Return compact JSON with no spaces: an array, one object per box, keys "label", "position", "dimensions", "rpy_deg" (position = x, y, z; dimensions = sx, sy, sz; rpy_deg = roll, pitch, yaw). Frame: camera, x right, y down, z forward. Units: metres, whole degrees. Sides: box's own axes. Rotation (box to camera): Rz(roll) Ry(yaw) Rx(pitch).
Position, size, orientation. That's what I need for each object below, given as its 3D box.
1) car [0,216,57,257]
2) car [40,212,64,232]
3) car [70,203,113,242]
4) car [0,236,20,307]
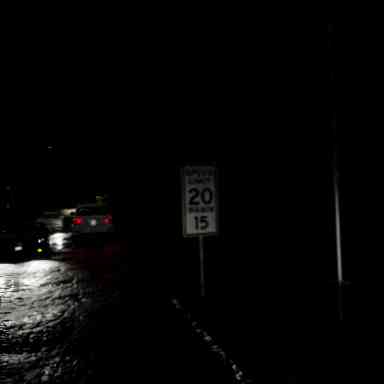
[{"label":"car","position":[-7.259,2.026,14.609],"dimensions":[1.994,1.385,4.181],"rpy_deg":[-2,-1,-19]},{"label":"car","position":[-10.953,2.279,25.790],"dimensions":[1.812,1.442,4.674],"rpy_deg":[-2,-1,-18]},{"label":"car","position":[-5.991,1.723,19.883],"dimensions":[2.150,2.045,5.566],"rpy_deg":[-2,-1,-18]},{"label":"car","position":[-3.891,1.684,4.218],"dimensions":[2.128,1.511,4.902],"rpy_deg":[-2,-1,-18]}]
